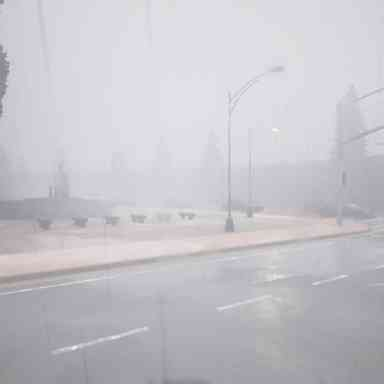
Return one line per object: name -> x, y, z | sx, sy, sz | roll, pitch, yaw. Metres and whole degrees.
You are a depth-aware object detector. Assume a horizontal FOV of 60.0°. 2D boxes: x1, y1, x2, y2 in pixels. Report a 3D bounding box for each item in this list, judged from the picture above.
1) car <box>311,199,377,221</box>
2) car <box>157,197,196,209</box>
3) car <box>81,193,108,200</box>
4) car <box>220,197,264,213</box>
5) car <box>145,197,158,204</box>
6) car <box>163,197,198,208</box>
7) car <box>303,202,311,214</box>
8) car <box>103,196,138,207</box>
car -> 12.646, 1.526, 27.392 | 1.812, 1.442, 4.674 | 0, 0, -36
car -> -1.975, 1.506, 45.031 | 4.892, 1.490, 1.837 | 0, 0, 38
car -> -18.634, 1.221, 63.955 | 5.566, 2.045, 2.150 | 0, 0, 10
car -> 5.517, 1.548, 37.226 | 2.033, 1.411, 5.357 | 0, 0, -37
car -> -6.382, 1.564, 60.126 | 4.181, 1.385, 1.994 | 0, 0, 25
car -> -1.759, 1.478, 49.241 | 5.008, 1.535, 1.882 | 0, 0, 35
car -> 13.280, 1.506, 32.490 | 1.837, 1.490, 4.892 | 0, 0, -36
car -> -10.653, 1.601, 50.498 | 4.718, 1.301, 1.895 | 0, 0, 25
